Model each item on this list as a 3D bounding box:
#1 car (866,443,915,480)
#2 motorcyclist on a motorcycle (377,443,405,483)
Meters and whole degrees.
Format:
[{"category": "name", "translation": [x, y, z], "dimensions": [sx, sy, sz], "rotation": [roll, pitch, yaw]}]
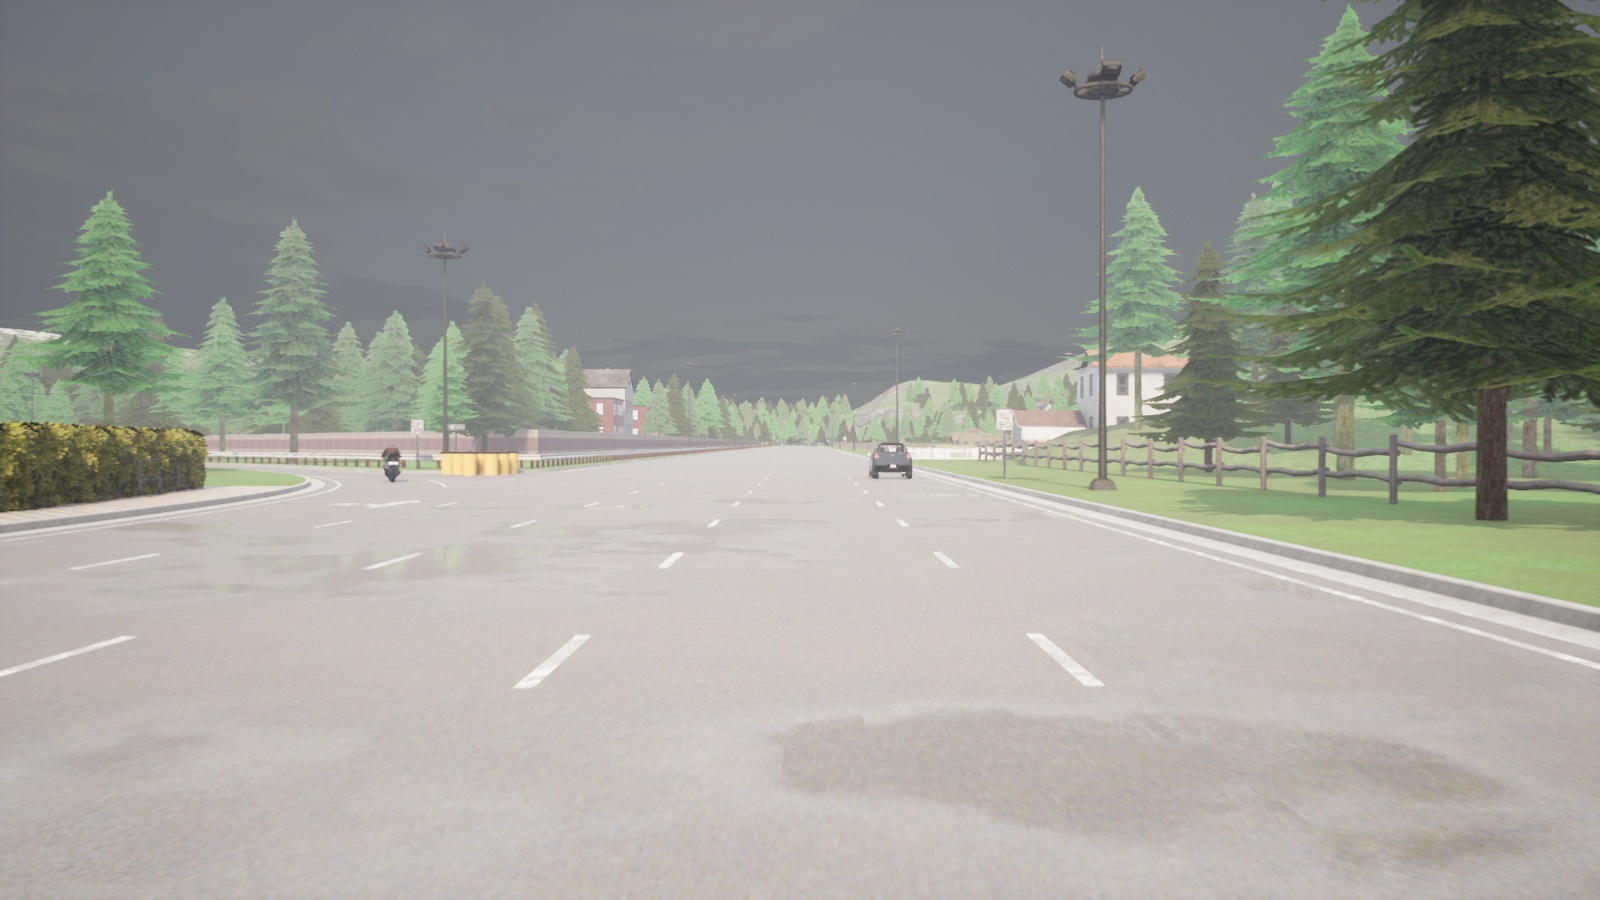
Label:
[{"category": "car", "translation": [3.825, 0.467, 53.444], "dimensions": [1.845, 1.501, 3.633], "rotation": [0, 0, 0]}, {"category": "motorcyclist on a motorcycle", "translation": [-15.920, 0.497, 48.850], "dimensions": [0.866, 1.530, 2.191], "rotation": [0, 0, -22]}]
